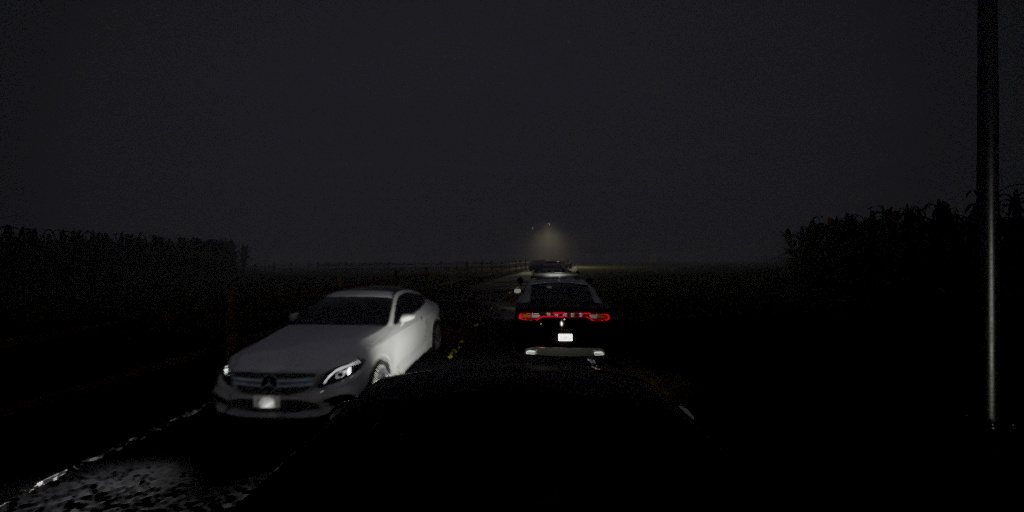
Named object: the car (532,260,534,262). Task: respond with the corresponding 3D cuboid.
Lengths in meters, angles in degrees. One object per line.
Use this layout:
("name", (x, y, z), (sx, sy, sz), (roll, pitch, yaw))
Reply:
("car", (3.351, 1.189, 45.049), (1.882, 1.535, 5.008), (0, 0, 12))

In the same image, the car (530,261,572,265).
("car", (1.967, 1.218, 18.342), (1.882, 1.535, 5.008), (0, 0, 7))

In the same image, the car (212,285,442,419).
("car", (-2.480, 1.275, 6.107), (1.812, 1.442, 4.674), (0, 0, 3))

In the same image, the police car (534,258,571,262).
("police car", (2.855, 1.159, 24.295), (1.930, 1.638, 5.238), (0, 0, 10))

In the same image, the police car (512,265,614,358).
("police car", (1.057, 1.173, 8.647), (1.930, 1.638, 5.238), (0, 0, 3))
